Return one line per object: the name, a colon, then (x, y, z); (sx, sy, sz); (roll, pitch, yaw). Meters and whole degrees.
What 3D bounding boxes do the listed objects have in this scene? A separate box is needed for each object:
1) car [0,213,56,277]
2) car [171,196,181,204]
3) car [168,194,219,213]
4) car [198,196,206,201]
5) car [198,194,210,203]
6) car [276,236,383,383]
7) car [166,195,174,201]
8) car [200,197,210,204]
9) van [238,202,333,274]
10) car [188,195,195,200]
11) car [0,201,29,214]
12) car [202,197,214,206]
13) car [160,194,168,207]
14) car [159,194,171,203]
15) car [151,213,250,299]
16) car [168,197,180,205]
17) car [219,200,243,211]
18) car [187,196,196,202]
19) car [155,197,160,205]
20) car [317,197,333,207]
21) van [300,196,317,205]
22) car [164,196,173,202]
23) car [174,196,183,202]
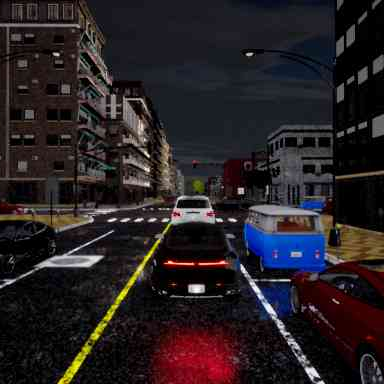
car: (-5.709, 1.567, 10.273); (1.947, 1.339, 4.313); (0, 0, 0)
car: (-3.156, 1.580, 68.119); (1.812, 1.442, 4.674); (0, 0, 0)
car: (0.051, 1.225, 18.448); (2.150, 2.045, 5.566); (0, 0, 0)
car: (2.508, 1.643, 88.287); (2.008, 1.369, 4.403); (0, 0, 0)
car: (2.544, 1.375, 71.670); (2.192, 1.841, 5.009); (0, 0, 0)
car: (2.651, 1.582, 4.576); (1.802, 1.307, 4.206); (0, 0, 0)
car: (-5.872, 1.617, 88.099); (1.752, 1.417, 4.829); (0, 0, 0)
car: (2.555, 1.633, 66.130); (1.802, 1.307, 4.206); (0, 0, 0)
van: (2.639, 1.342, 10.265); (1.690, 1.788, 3.998); (0, 0, 0)
car: (-0.191, 1.584, 91.885); (1.895, 1.301, 4.718); (0, 0, 0)
car: (-17.531, 1.535, 31.034); (4.206, 1.307, 1.802); (0, 0, 0)
car: (2.578, 1.562, 55.222); (1.752, 1.417, 4.829); (0, 0, 0)
car: (-3.204, 1.382, 50.120); (2.097, 1.767, 4.553); (0, 0, 0)
car: (-5.836, 1.375, 71.652); (2.192, 1.841, 5.009); (0, 0, 0)
car: (0.080, 1.506, 8.447); (1.837, 1.490, 4.892); (0, 0, 0)
car: (-3.199, 1.642, 59.063); (1.895, 1.301, 4.718); (0, 0, 0)
car: (4.533, 1.594, 38.366); (5.357, 1.411, 2.033); (0, 0, 21)
car: (-0.170, 1.618, 81.435); (2.033, 1.411, 5.357); (0, 0, 0)
car: (-5.814, 1.569, 60.402); (1.752, 1.417, 4.829); (0, 0, 0)
car: (14.857, 1.359, 31.182); (5.009, 1.841, 2.192); (0, 0, 0)
van: (14.817, 1.426, 39.562); (3.998, 1.788, 1.690); (0, 0, 0)
car: (-5.861, 1.631, 82.730); (2.008, 1.369, 4.403); (0, 0, 0)
car: (-3.164, 1.624, 78.135); (1.994, 1.385, 4.181); (0, 0, 0)
